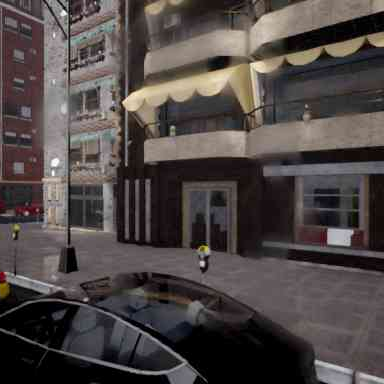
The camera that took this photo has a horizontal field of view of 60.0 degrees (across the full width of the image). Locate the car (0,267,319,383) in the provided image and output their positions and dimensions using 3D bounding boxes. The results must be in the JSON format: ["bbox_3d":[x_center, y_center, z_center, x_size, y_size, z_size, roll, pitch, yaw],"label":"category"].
[{"bbox_3d":[-0.909,1.566,3.517,4.313,1.339,1.947,0,0,35],"label":"car"}]

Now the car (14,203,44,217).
[{"bbox_3d":[-17.297,1.938,36.789,1.887,1.381,4.507,-1,-2,35],"label":"car"}]

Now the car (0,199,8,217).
[{"bbox_3d":[-20.583,1.605,32.143,2.192,1.841,5.009,-1,-2,35],"label":"car"}]
